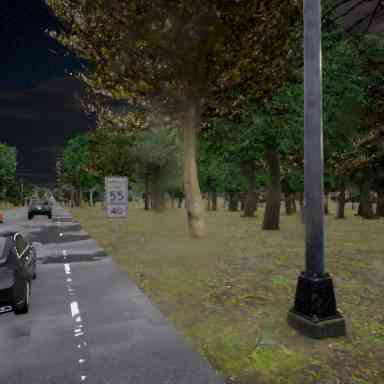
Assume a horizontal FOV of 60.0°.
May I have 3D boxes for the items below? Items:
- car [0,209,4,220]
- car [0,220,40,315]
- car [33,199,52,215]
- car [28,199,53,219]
[{"bbox_3d":[-16.087,1.766,25.882,2.097,1.767,4.553,0,-1,-22],"label":"car"},{"bbox_3d":[-4.534,1.602,7.347,1.837,1.490,4.892,0,-1,-22],"label":"car"},{"bbox_3d":[-20.112,1.921,44.997,2.150,2.045,5.566,0,-1,-22],"label":"car"},{"bbox_3d":[-15.952,1.742,35.056,2.150,2.045,5.566,0,-1,-22],"label":"car"}]
